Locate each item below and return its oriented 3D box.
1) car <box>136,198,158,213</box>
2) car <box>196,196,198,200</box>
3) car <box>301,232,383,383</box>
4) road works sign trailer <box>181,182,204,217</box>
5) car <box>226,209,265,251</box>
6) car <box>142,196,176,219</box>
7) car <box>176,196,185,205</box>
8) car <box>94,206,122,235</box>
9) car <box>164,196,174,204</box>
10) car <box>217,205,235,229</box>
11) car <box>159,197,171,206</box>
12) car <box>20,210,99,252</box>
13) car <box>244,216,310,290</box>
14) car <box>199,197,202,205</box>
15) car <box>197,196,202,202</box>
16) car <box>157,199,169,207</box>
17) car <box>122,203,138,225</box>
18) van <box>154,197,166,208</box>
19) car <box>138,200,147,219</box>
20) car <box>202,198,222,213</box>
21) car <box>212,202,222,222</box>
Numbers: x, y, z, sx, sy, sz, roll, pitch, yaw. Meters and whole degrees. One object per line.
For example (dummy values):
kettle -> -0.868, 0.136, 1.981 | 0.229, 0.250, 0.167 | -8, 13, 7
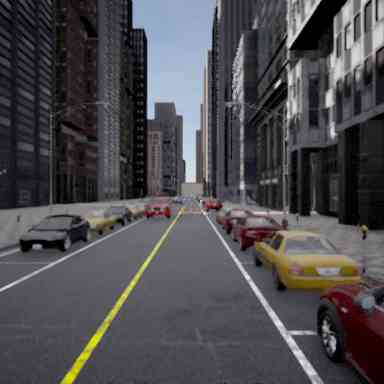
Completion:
car -> -5.729, 1.657, 42.748 | 2.192, 1.841, 5.009 | 0, 0, 0
car -> 2.834, 2.303, 87.868 | 1.947, 1.339, 4.313 | 0, -1, 0
car -> 2.763, 1.466, 3.265 | 1.967, 1.590, 4.097 | 0, 0, 0
road works sign trailer -> 0.029, 0.740, 34.666 | 2.380, 3.560, 2.880 | 0, 0, 0
car -> 2.773, 1.659, 14.545 | 1.887, 1.381, 4.507 | 0, 0, 0
car -> -3.070, 1.478, 32.123 | 2.150, 2.045, 5.566 | 0, -1, 0
car -> -2.937, 2.162, 73.824 | 1.895, 1.301, 4.718 | 0, -1, 0
car -> -5.747, 1.683, 20.014 | 1.752, 1.417, 4.829 | 0, 0, 0
car -> -5.697, 2.002, 82.232 | 2.192, 1.841, 5.009 | 0, -1, 0
car -> 2.778, 1.703, 20.185 | 1.887, 1.381, 4.507 | 0, 0, 0
car -> -5.706, 1.901, 70.951 | 2.192, 1.841, 5.009 | 0, -1, 0
car -> -5.752, 1.680, 14.543 | 1.947, 1.339, 4.313 | 0, 0, 0
car -> 2.768, 1.596, 9.075 | 1.752, 1.417, 4.829 | 0, 0, 0
car -> 2.811, 2.037, 59.667 | 2.008, 1.369, 4.403 | 0, 0, 0
car -> 2.824, 2.076, 76.588 | 1.967, 1.590, 4.097 | 0, -1, 0
car -> -5.710, 2.086, 65.308 | 2.008, 1.369, 4.403 | 0, 0, 0
car -> -5.743, 1.770, 25.824 | 1.947, 1.339, 4.313 | 0, 0, 0
van -> -5.715, 1.827, 59.670 | 1.690, 1.788, 3.998 | 0, 0, 0
car -> -5.738, 1.774, 31.295 | 1.752, 1.417, 4.829 | 0, 0, 0
car -> 2.796, 1.657, 42.748 | 2.192, 1.841, 5.009 | 0, 0, 0
car -> 2.782, 1.730, 25.996 | 1.752, 1.417, 4.829 | 0, 0, 0
